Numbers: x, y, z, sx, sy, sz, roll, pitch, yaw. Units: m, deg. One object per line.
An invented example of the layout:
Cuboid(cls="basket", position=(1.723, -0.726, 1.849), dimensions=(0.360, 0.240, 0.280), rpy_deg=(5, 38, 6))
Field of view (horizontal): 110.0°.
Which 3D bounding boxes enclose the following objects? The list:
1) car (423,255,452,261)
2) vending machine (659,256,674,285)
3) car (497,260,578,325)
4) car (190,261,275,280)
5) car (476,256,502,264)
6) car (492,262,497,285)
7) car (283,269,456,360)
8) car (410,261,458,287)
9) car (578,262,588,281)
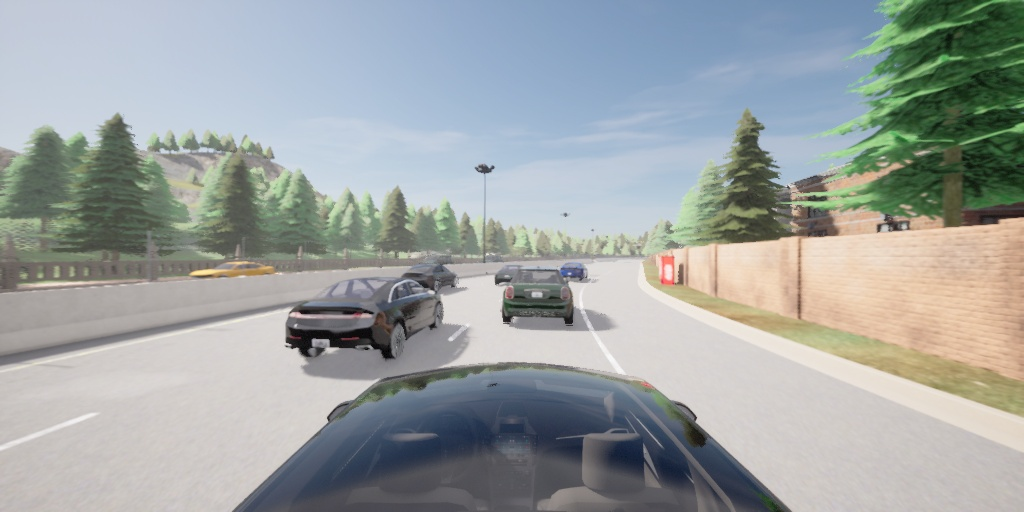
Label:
Cuboid(cls="car", position=(-9.123, 0.931, 42.949), dimensions=(2.150, 2.045, 5.566), rpy_deg=(0, 0, 20))
Cuboid(cls="vending machine", position=(10.428, 0.997, 24.141), dimensions=(1.100, 2.100, 0.880), rpy_deg=(0, 0, 17))
Cuboid(cls="car", position=(0.942, 1.107, 12.166), dimensions=(2.097, 1.767, 4.553), rpy_deg=(0, 0, 6))
Cuboid(cls="car", position=(-18.495, 1.139, 23.980), dimensions=(1.882, 1.535, 5.008), rpy_deg=(0, 0, 13))
Cuboid(cls="car", position=(-3.007, 0.960, 49.547), dimensions=(2.150, 2.045, 5.566), rpy_deg=(0, 0, 20))
Cuboid(cls="car", position=(0.183, 1.316, 25.833), dimensions=(1.994, 1.385, 4.181), rpy_deg=(0, 0, 15))
Cuboid(cls="car", position=(-2.992, 1.227, 8.342), dimensions=(2.128, 1.511, 4.902), rpy_deg=(0, 0, 4))
Cuboid(cls="car", position=(-4.659, 1.233, 20.854), dimensions=(1.837, 1.490, 4.892), rpy_deg=(0, 0, 12))
Cuboid(cls="car", position=(5.327, 1.254, 30.659), dimensions=(1.882, 1.535, 5.008), rpy_deg=(0, 0, 18))
